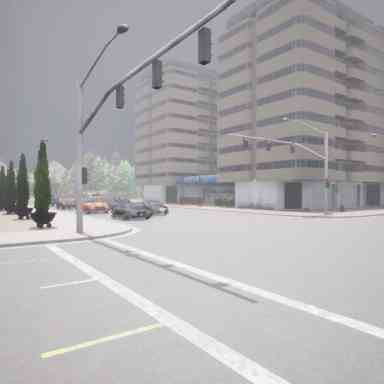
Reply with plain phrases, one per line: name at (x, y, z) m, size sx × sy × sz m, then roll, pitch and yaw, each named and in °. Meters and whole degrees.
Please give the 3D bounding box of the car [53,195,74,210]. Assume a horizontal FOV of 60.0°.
car at (-16.406, 1.527, 43.517) m, size 1.812 × 1.442 × 4.674 m, roll 0°, pitch 0°, yaw -35°

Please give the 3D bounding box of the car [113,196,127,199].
car at (-9.990, 1.507, 40.403) m, size 1.837 × 1.490 × 4.892 m, roll 0°, pitch 0°, yaw -35°

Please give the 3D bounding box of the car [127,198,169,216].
car at (-4.018, 1.494, 31.801) m, size 2.128 × 1.511 × 4.902 m, roll 0°, pitch 0°, yaw -35°

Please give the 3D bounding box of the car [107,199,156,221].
car at (-4.990, 1.566, 27.068) m, size 1.994 × 1.385 × 4.181 m, roll 0°, pitch 0°, yaw -35°

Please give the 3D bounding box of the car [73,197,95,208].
car at (-15.965, 1.506, 49.028) m, size 1.837 × 1.490 × 4.892 m, roll 0°, pitch 0°, yaw -34°

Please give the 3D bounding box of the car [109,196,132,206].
car at (-12.164, 1.494, 56.144) m, size 2.128 × 1.511 × 4.902 m, roll 0°, pitch 0°, yaw -35°

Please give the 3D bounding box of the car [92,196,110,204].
car at (-17.473, 1.507, 63.782) m, size 1.837 × 1.490 × 4.892 m, roll 0°, pitch 0°, yaw -34°

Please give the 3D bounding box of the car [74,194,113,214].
car at (-10.330, 1.352, 34.754) m, size 2.097 × 1.767 × 4.553 m, roll 0°, pitch 0°, yaw -35°
